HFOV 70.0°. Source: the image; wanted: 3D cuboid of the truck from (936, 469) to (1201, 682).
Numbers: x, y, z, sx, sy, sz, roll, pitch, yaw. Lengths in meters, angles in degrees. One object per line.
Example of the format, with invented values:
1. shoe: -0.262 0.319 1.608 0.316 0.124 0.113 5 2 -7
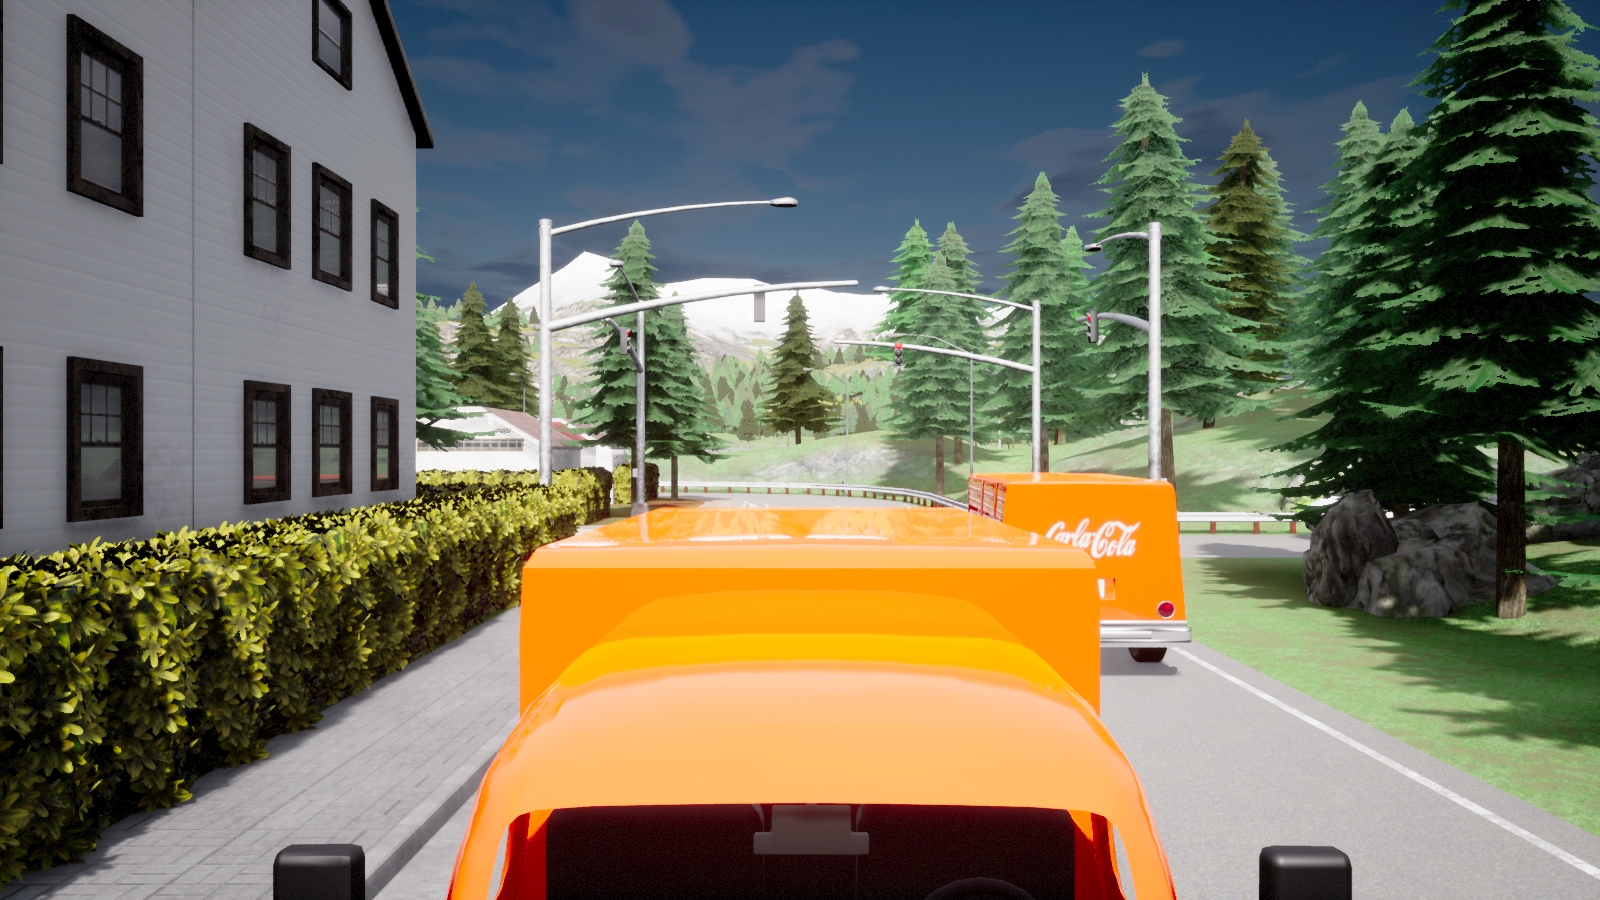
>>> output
1. truck: 3.537 1.548 16.336 2.627 2.467 5.204 0 0 1

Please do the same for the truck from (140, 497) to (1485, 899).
1. truck: 0.034 1.546 4.837 2.627 2.467 5.204 0 0 0
